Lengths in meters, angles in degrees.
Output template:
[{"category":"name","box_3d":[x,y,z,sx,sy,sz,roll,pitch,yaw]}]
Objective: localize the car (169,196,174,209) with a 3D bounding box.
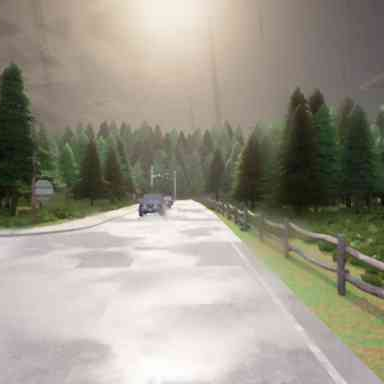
[{"category":"car","box_3d":[-3.730,1.523,43.254,1.994,1.385,4.181,0,0,-2]}]

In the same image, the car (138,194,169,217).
[{"category":"car","box_3d":[-3.622,1.186,31.150,2.150,2.045,5.566,0,0,-1]}]

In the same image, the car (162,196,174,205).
[{"category":"car","box_3d":[-4.183,1.468,57.874,1.812,1.442,4.674,0,0,-1]}]
